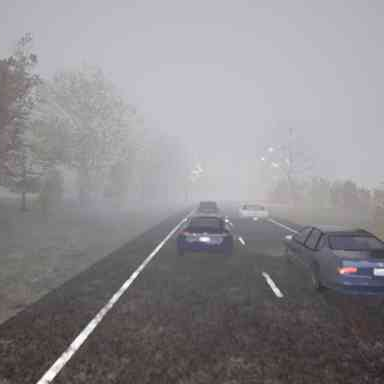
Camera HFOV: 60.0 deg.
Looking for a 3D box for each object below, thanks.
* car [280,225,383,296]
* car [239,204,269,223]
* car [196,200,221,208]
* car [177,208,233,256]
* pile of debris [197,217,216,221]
[{"bbox_3d":[3.818,1.604,8.994,2.033,1.411,5.357,1,0,3],"label":"car"},{"bbox_3d":[4.753,1.637,26.236,1.895,1.301,4.718,1,0,4],"label":"car"},{"bbox_3d":[1.365,1.472,28.010,1.837,1.490,4.892,1,1,4],"label":"car"},{"bbox_3d":[0.536,1.546,13.099,1.994,1.385,4.181,1,0,3],"label":"car"},{"bbox_3d":[1.156,2.141,26.172,1.500,0.140,1.860,1,0,4],"label":"pile of debris"}]
